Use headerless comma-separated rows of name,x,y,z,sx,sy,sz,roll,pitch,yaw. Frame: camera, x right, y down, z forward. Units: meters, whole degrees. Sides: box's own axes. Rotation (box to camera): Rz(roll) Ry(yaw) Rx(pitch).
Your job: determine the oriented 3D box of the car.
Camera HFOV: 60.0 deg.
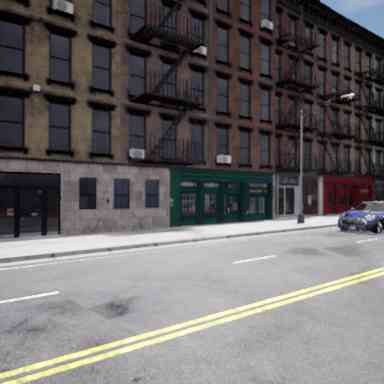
car,10.357,1.321,19.008,4.553,1.767,2.097,0,0,-35
